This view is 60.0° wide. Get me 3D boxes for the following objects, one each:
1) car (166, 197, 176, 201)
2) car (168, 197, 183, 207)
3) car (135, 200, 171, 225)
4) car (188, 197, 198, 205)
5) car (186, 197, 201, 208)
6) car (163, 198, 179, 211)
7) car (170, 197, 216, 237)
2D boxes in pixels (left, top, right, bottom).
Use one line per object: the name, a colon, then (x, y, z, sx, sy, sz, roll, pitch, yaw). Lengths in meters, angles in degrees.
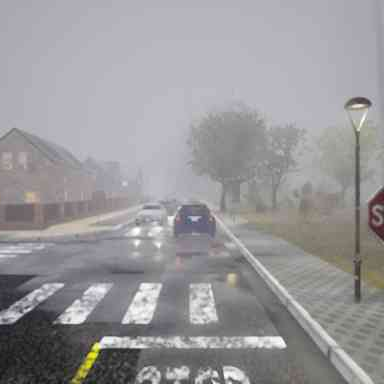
car: (-2.769, 1.560, 34.155, 1.837, 1.490, 4.892, 0, 0, 1)
car: (-2.677, 1.612, 54.264, 2.128, 1.511, 4.902, 0, 0, 0)
car: (-2.859, 1.559, 24.359, 1.812, 1.442, 4.674, 0, 0, 2)
car: (0.167, 1.718, 66.562, 2.033, 1.411, 5.357, 0, 0, 0)
car: (0.226, 1.603, 52.474, 2.128, 1.511, 4.902, 0, -1, 0)
car: (-2.746, 1.589, 44.011, 1.837, 1.490, 4.892, 0, 0, 0)
car: (0.134, 1.374, 18.261, 2.097, 1.767, 4.553, 0, 0, 0)
